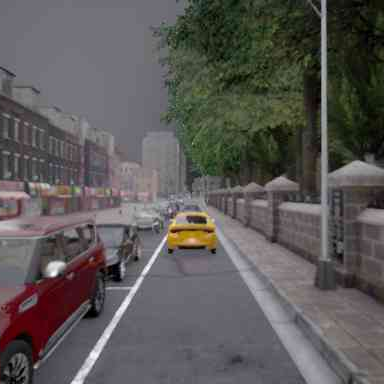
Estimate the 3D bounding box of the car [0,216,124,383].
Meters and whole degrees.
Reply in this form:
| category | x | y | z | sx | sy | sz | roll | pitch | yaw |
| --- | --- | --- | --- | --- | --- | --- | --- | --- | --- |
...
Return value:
| category | x | y | z | sx | sy | sz | roll | pitch | yaw |
| --- | --- | --- | --- | --- | --- | --- | --- | --- | --- |
| car | -2.656 | 1.360 | 4.813 | 2.192 | 1.841 | 5.009 | 0 | -1 | 0 |

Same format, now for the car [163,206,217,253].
| category | x | y | z | sx | sy | sz | roll | pitch | yaw |
| --- | --- | --- | --- | --- | --- | --- | --- | --- | --- |
| car | 0.005 | 1.612 | 14.482 | 1.882 | 1.535 | 5.008 | 0 | 0 | 0 |

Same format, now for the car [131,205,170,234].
| category | x | y | z | sx | sy | sz | roll | pitch | yaw |
| --- | --- | --- | --- | --- | --- | --- | --- | --- | --- |
| car | -2.651 | 1.742 | 20.621 | 2.008 | 1.369 | 4.403 | 0 | -1 | 0 |

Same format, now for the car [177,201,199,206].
| category | x | y | z | sx | sy | sz | roll | pitch | yaw |
| --- | --- | --- | --- | --- | --- | --- | --- | --- | --- |
| car | 0.001 | 1.817 | 28.982 | 2.033 | 1.411 | 5.357 | 0 | -1 | 0 |

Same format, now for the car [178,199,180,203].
| category | x | y | z | sx | sy | sz | roll | pitch | yaw |
| --- | --- | --- | --- | --- | --- | --- | --- | --- | --- |
| car | -2.647 | 1.779 | 36.432 | 1.967 | 1.590 | 4.097 | 0 | -1 | 0 |

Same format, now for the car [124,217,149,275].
| category | x | y | z | sx | sy | sz | roll | pitch | yaw |
| --- | --- | --- | --- | --- | --- | --- | --- | --- | --- |
| car | -2.654 | 1.660 | 10.081 | 1.947 | 1.339 | 4.313 | 0 | -1 | 0 |

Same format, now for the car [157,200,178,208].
| category | x | y | z | sx | sy | sz | roll | pitch | yaw |
| --- | --- | --- | --- | --- | --- | --- | --- | --- | --- |
| car | -2.648 | 1.730 | 31.161 | 1.967 | 1.590 | 4.097 | 0 | -1 | 0 |

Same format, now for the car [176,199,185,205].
| category | x | y | z | sx | sy | sz | roll | pitch | yaw |
| --- | --- | --- | --- | --- | --- | --- | --- | --- | --- |
| car | -2.637 | 2.280 | 76.712 | 1.947 | 1.339 | 4.313 | 0 | -1 | 0 |

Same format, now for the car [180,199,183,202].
| category | x | y | z | sx | sy | sz | roll | pitch | yaw |
| --- | --- | --- | --- | --- | --- | --- | --- | --- | --- |
| car | -2.750 | 1.965 | 49.351 | 1.837 | 1.490 | 4.892 | 0 | -1 | 0 |
